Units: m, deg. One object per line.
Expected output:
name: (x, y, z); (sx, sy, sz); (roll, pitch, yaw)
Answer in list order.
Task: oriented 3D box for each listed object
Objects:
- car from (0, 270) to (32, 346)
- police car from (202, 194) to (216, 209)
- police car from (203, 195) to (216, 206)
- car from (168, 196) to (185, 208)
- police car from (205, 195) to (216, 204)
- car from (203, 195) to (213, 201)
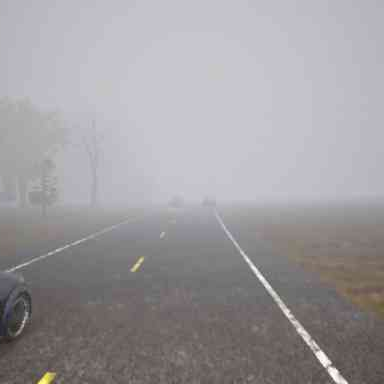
car: (-3.570, 1.560, 3.656); (1.994, 1.385, 4.181); (0, 0, 0)
police car: (2.332, 1.383, 45.347); (1.930, 1.638, 5.238); (0, 0, 3)
police car: (2.944, 1.370, 55.295); (1.930, 1.638, 5.238); (0, 0, 4)
car: (-2.160, 1.305, 47.510); (2.097, 1.767, 4.553); (0, 0, 4)
police car: (3.368, 1.362, 61.260); (1.930, 1.638, 5.238); (0, 0, 4)
car: (3.867, 1.338, 79.637); (2.033, 1.411, 5.357); (0, 0, 6)
